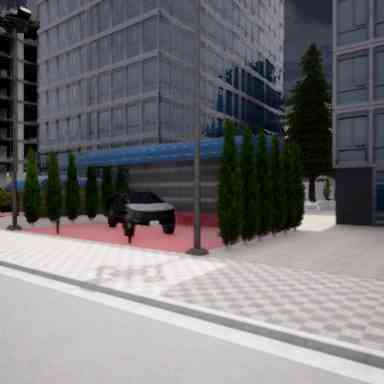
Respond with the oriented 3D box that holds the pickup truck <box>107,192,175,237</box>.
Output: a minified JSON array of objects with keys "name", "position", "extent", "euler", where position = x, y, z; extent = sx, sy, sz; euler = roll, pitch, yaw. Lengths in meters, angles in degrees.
[{"name":"pickup truck","position":[-2.938,1.037,17.790],"extent":[2.390,2.098,6.274],"euler":[0,0,-24]}]
